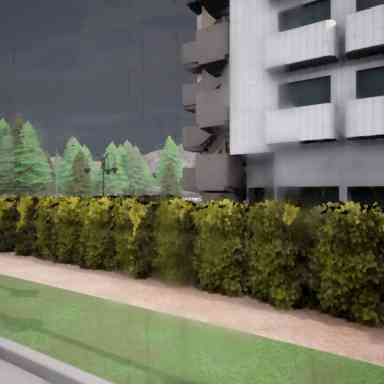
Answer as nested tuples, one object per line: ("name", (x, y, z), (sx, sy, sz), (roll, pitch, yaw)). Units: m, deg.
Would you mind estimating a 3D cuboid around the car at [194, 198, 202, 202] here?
("car", (1.817, 1.547, 45.648), (2.033, 1.411, 5.357), (0, 0, 35))
